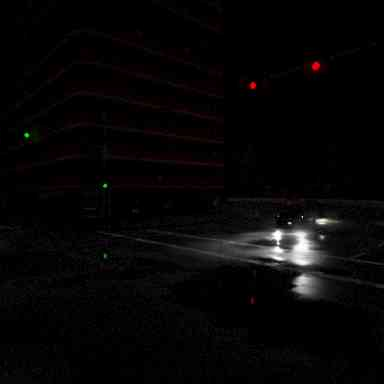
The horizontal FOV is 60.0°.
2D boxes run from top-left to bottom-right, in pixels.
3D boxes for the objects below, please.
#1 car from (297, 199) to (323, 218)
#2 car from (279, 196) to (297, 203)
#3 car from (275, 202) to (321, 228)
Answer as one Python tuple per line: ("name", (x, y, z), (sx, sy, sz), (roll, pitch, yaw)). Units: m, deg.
("car", (10.913, 1.469, 30.646), (1.882, 1.535, 5.008), (0, 0, 17))
("car", (12.628, 1.370, 42.480), (2.097, 1.767, 4.553), (0, 0, -1))
("car", (7.034, 1.586, 22.158), (1.895, 1.301, 4.718), (0, 0, 30))
